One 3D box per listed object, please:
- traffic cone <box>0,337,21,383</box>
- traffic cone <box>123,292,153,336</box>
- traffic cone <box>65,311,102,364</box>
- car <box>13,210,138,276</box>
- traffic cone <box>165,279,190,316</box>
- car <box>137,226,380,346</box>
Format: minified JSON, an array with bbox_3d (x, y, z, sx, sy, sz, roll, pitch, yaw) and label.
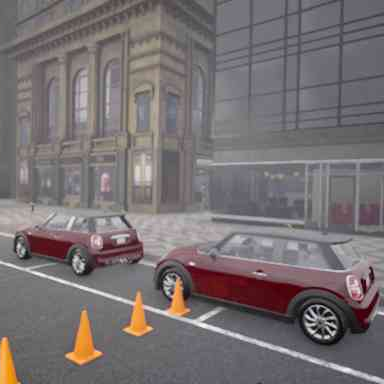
[{"bbox_3d":[-2.002,1.858,3.561,0.340,0.580,0.340,2,1,36],"label":"traffic cone"},{"bbox_3d":[-0.836,1.859,5.187,0.340,0.580,0.340,2,1,36],"label":"traffic cone"},{"bbox_3d":[-1.419,1.859,4.374,0.340,0.580,0.340,2,1,36],"label":"traffic cone"},{"bbox_3d":[-3.398,1.219,9.649,4.097,1.590,1.967,2,1,36],"label":"car"},{"bbox_3d":[-0.254,1.859,6.000,0.340,0.580,0.340,2,1,36],"label":"traffic cone"},{"bbox_3d":[1.183,1.371,6.365,4.097,1.590,1.967,2,1,36],"label":"car"}]
